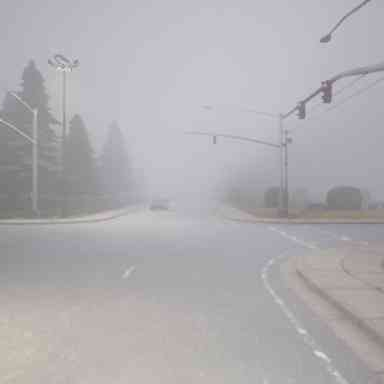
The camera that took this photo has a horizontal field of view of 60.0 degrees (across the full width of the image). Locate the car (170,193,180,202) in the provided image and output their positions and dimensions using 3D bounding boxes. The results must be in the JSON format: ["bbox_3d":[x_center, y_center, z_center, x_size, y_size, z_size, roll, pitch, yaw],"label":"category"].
[{"bbox_3d":[-3.405,0.906,62.212,2.097,1.767,4.553,0,0,0],"label":"car"}]

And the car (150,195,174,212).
[{"bbox_3d":[-3.446,1.334,36.456,2.033,1.411,5.357,0,0,0],"label":"car"}]
